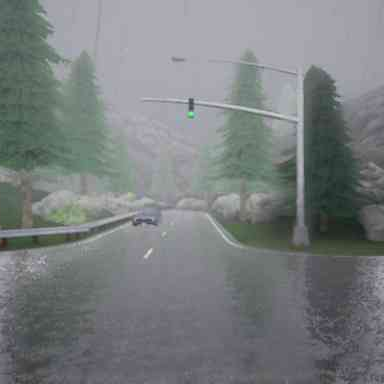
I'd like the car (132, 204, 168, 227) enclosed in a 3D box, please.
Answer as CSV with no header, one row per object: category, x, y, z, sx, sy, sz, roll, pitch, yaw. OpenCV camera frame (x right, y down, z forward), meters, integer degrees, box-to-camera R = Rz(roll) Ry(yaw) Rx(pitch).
car,-3.363,1.923,26.268,2.033,1.411,5.357,0,-1,1

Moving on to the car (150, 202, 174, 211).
car,-5.217,2.216,52.485,2.033,1.411,5.357,1,-1,-43
